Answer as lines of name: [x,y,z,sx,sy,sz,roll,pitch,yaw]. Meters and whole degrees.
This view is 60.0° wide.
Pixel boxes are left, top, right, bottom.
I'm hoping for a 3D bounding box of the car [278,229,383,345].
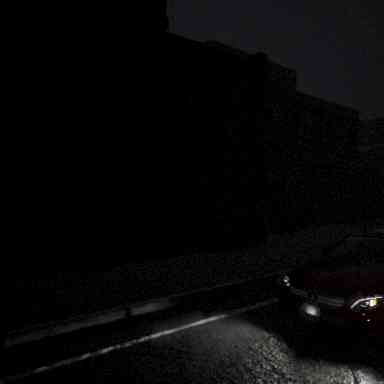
car: [3.673,1.476,6.319,4.674,1.442,1.812,-1,0,-36]
